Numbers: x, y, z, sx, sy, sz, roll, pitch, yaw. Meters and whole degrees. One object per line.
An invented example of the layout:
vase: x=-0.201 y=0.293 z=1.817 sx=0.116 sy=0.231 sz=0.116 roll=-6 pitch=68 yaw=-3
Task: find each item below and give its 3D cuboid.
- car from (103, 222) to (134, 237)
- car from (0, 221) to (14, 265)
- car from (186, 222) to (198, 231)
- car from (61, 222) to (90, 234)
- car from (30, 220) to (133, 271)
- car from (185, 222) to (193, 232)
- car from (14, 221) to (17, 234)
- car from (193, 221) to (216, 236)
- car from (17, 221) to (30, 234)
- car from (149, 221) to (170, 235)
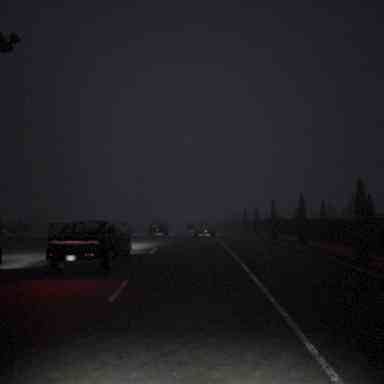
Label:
car: x=-6.911 y=3.548 z=31.831 sx=1.895 sy=1.301 sz=4.718 roll=0 pitch=-6 yaw=0
car: x=-6.903 y=1.483 z=8.474 sx=2.097 sy=1.767 sz=4.553 roll=0 pitch=-2 yaw=0
car: x=-0.019 y=6.691 z=64.943 sx=2.097 sy=1.767 sz=4.553 roll=0 pitch=-6 yaw=-2
car: x=-14.095 y=4.371 z=40.630 sx=1.812 sy=1.442 sz=4.674 roll=0 pitch=-6 yaw=0
car: x=-3.404 y=1.755 z=11.764 sx=2.128 sy=1.511 sz=4.902 roll=0 pitch=-3 yaw=0
car: x=-0.009 y=5.413 z=51.014 sx=1.837 sy=1.490 sz=4.892 roll=0 pitch=-5 yaw=0
car: x=-17.606 y=3.135 z=28.316 sx=2.033 sy=1.411 sz=5.357 roll=0 pitch=-6 yaw=0
car: x=1.215 y=3.445 z=31.546 sx=1.812 sy=1.442 sz=4.674 roll=0 pitch=-6 yaw=0
car: x=-21.093 y=4.257 z=39.847 sx=2.128 sy=1.511 sz=4.902 roll=0 pitch=-6 yaw=0
car: x=-3.411 y=3.781 z=35.178 sx=2.128 sy=1.511 sz=4.902 roll=0 pitch=-6 yaw=0
